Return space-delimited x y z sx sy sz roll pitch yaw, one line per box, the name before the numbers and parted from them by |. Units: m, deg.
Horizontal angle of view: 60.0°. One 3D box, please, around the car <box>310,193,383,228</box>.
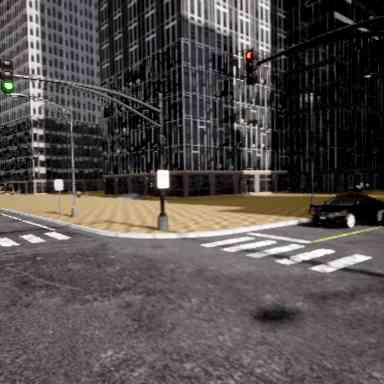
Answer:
car | 8.010 0.852 17.040 5.008 1.535 1.882 -2 2 -39
